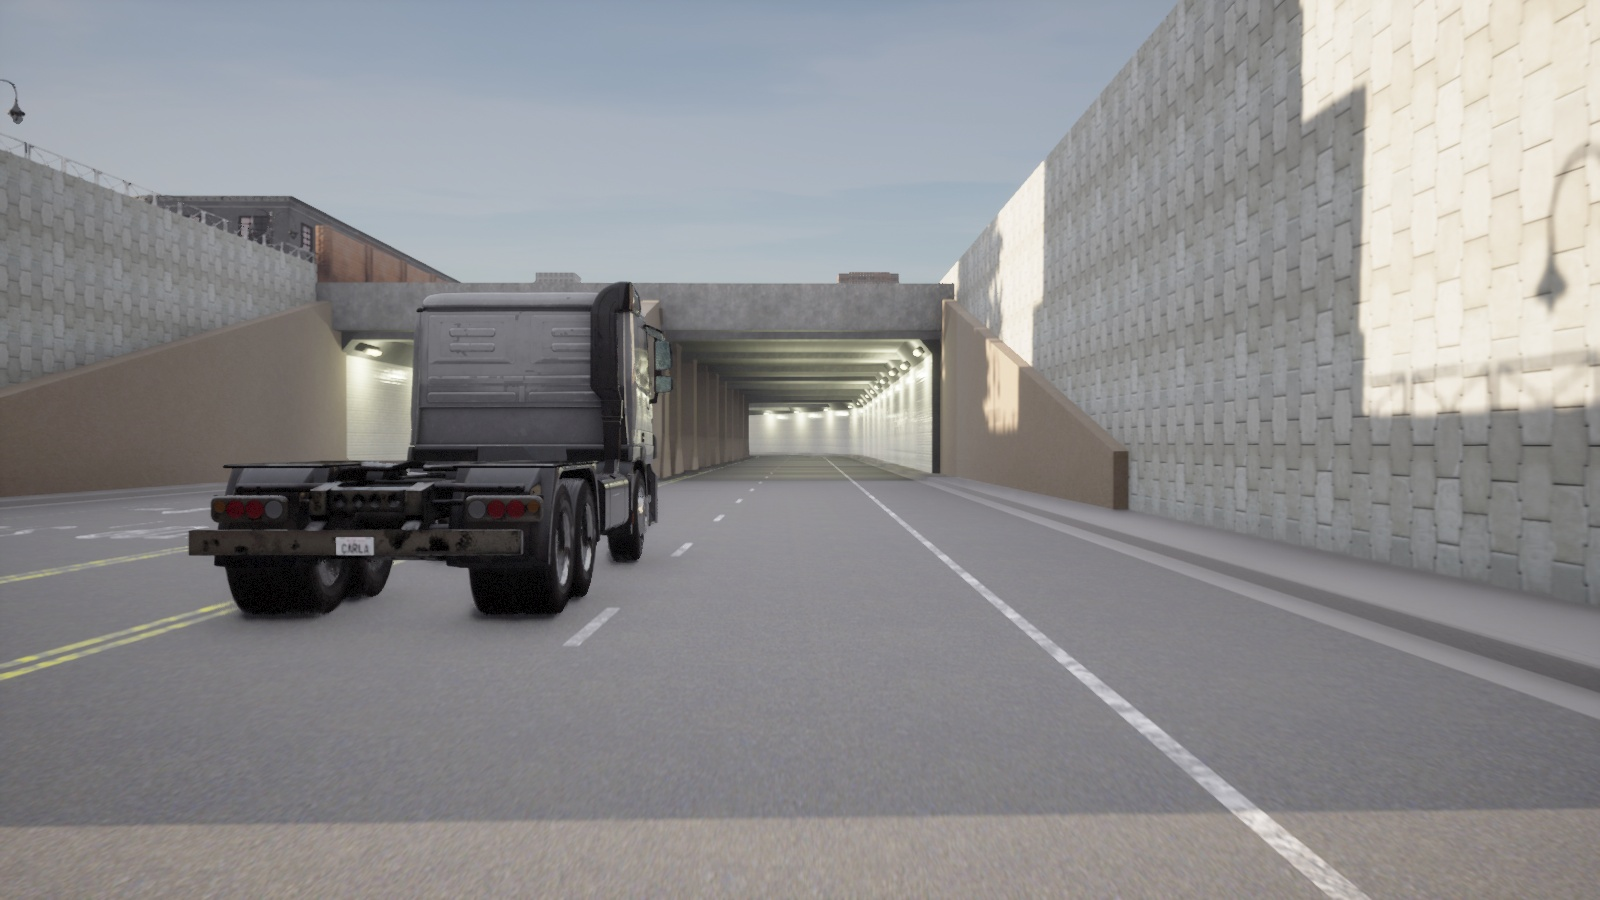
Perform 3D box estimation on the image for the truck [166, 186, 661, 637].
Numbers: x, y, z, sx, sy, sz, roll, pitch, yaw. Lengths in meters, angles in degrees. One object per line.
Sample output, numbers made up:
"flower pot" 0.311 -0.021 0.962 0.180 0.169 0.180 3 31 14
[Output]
"truck" -3.408 -0.315 13.619 2.891 3.462 7.936 0 0 0
